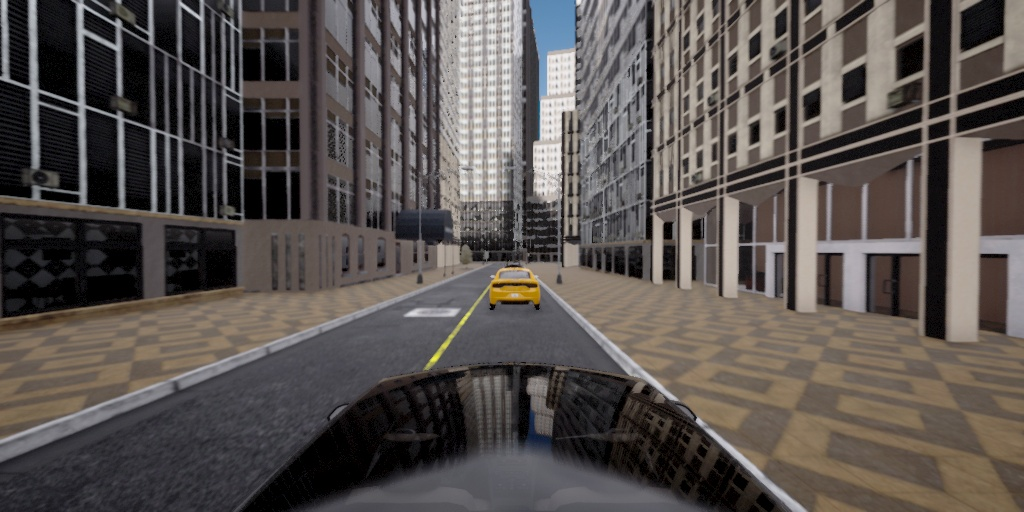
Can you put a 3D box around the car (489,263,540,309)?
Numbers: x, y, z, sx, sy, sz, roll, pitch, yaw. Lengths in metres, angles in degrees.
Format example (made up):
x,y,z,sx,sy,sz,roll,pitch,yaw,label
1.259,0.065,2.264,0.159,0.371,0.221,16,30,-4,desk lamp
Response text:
x,y,z,sx,sy,sz,roll,pitch,yaw,label
0.106,1.229,15.057,1.882,1.535,5.008,0,0,0,car

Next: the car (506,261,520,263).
x,y,z,sx,sy,sz,roll,pitch,yaw,label
0.114,1.264,35.735,1.837,1.490,4.892,0,0,0,car
